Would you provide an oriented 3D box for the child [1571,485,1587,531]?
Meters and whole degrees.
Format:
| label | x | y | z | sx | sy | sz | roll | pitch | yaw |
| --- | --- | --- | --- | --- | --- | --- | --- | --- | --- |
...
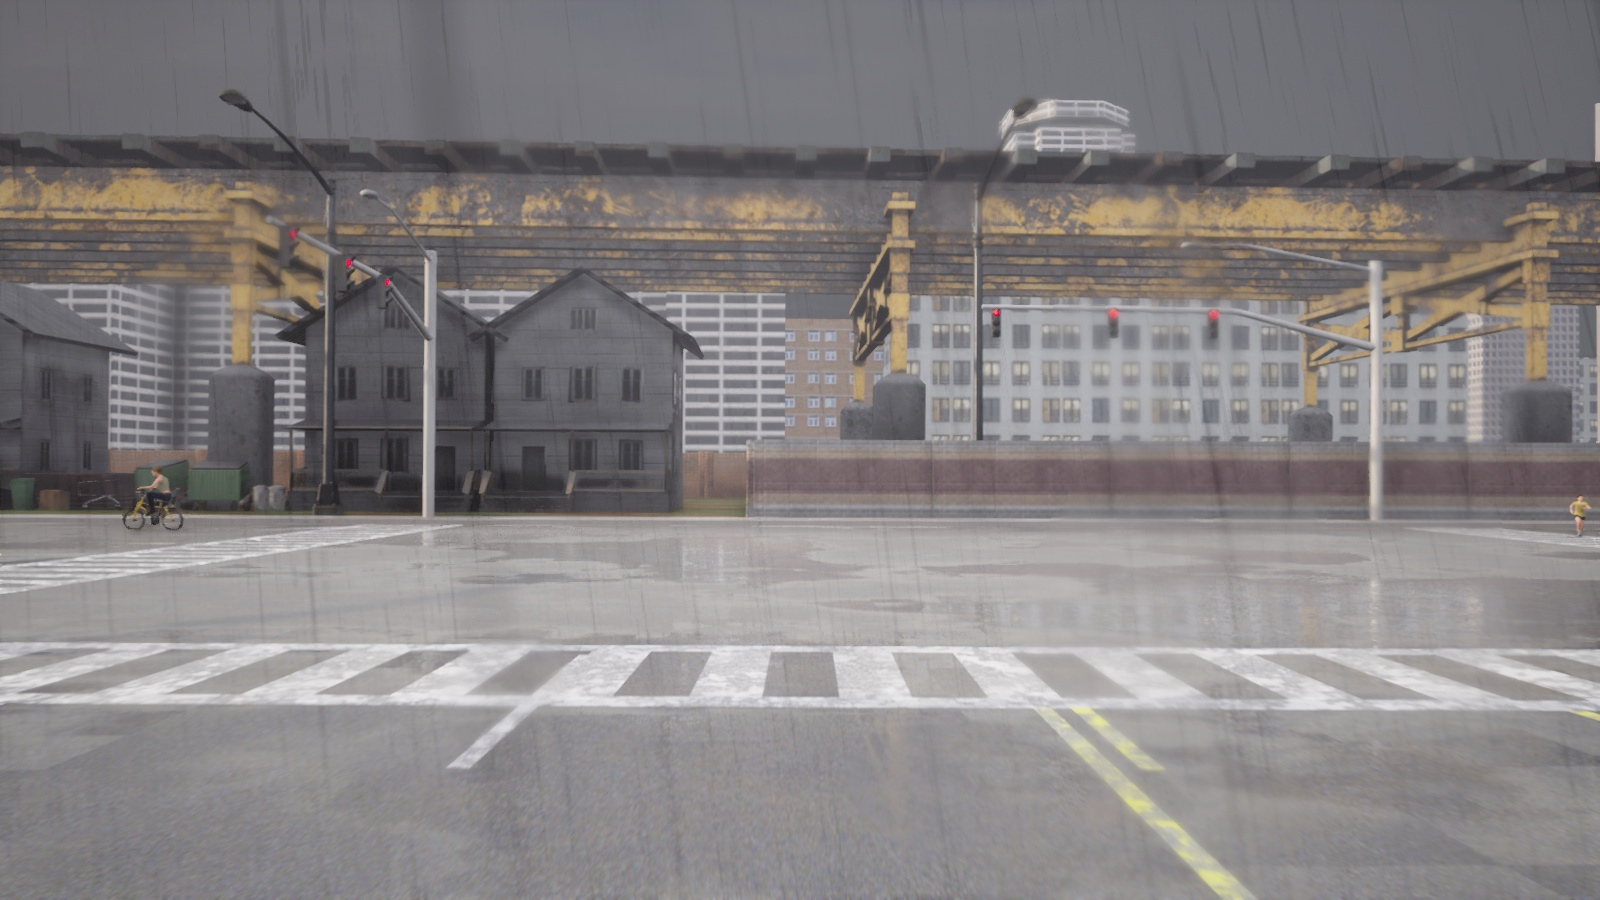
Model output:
| label | x | y | z | sx | sy | sz | roll | pitch | yaw |
| --- | --- | --- | --- | --- | --- | --- | --- | --- | --- |
| child | 19.100 | 1.419 | 30.793 | 0.255 | 1.110 | 0.394 | -1 | -1 | 19 |

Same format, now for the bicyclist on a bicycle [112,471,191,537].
| label | x | y | z | sx | sy | sz | roll | pitch | yaw |
| --- | --- | --- | --- | --- | --- | --- | --- | --- | --- |
| bicyclist on a bicycle | -16.139 | 1.339 | 31.292 | 1.509 | 1.612 | 0.866 | 0 | -1 | 0 |
